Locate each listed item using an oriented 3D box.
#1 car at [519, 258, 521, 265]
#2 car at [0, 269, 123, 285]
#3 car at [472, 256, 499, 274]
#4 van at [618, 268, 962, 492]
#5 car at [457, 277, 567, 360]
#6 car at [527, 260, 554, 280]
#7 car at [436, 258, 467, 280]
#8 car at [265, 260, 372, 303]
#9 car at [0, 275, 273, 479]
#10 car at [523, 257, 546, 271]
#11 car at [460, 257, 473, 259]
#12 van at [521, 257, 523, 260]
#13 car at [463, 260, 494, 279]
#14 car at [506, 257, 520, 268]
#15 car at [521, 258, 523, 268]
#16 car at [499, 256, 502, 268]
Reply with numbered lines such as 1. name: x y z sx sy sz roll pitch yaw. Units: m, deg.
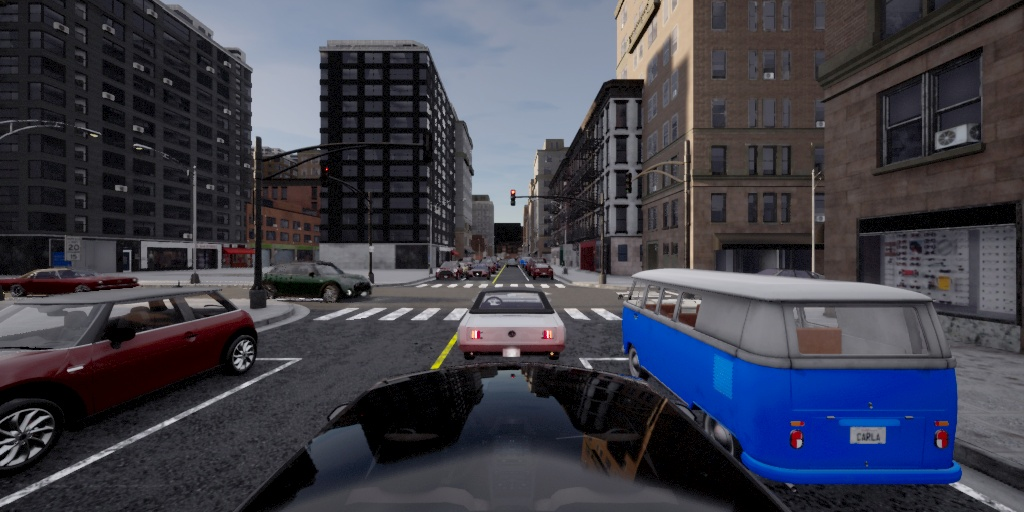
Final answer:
1. car: 2.577 1.309 58.434 1.948 1.339 4.313 0 0 0
2. car: -20.490 1.246 16.709 4.718 1.301 1.895 0 0 0
3. car: -2.874 1.100 40.173 2.097 1.767 4.553 0 0 0
4. van: 2.637 1.091 4.506 1.690 1.789 3.998 0 0 0
5. car: -0.005 1.351 8.292 1.895 1.301 4.718 0 0 0
6. car: 2.607 1.294 31.386 1.888 1.381 4.507 0 0 0
7. car: -5.418 1.188 31.377 1.967 1.591 4.097 0 0 0
8. car: -8.675 1.064 16.067 4.553 1.767 2.097 0 0 10
9. car: -5.388 1.190 4.498 1.967 1.591 4.097 0 0 0
10. car: 2.601 1.063 36.796 2.192 1.841 5.009 0 0 0
11. car: -5.430 1.063 42.196 2.192 1.841 5.009 0 0 0
12. van: 2.583 1.086 53.025 1.690 1.789 3.998 0 0 0
13. car: -2.882 1.313 31.553 1.994 1.385 4.181 0 0 -1
14. car: 0.026 1.306 62.344 1.994 1.385 4.181 0 0 1
15. car: 2.589 1.292 47.615 1.888 1.381 4.507 0 0 0
16. car: -2.887 1.099 49.048 2.097 1.767 4.553 0 0 0
